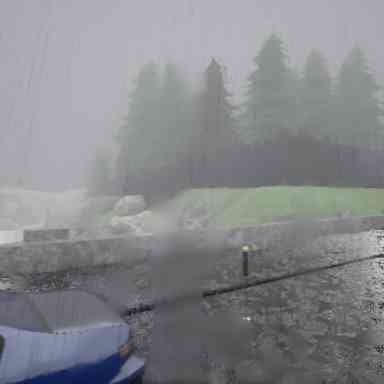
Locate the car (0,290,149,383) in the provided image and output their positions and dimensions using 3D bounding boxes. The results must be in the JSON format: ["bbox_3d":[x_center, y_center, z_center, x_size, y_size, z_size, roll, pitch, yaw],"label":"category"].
[{"bbox_3d":[-3.020,1.555,2.450,5.357,1.411,2.033,0,0,-35],"label":"car"}]
